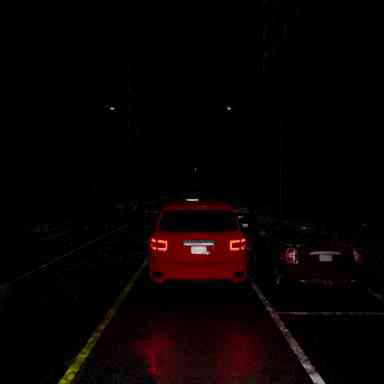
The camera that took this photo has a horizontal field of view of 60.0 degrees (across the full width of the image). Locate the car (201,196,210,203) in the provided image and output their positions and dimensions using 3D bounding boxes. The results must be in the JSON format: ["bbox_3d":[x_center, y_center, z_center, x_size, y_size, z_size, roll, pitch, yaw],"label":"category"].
[{"bbox_3d":[2.936,1.580,73.723,1.752,1.417,4.829,0,0,0],"label":"car"}]

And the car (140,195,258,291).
[{"bbox_3d":[0.108,1.221,9.133,2.150,2.045,5.566,0,0,-1],"label":"car"}]

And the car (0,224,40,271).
[{"bbox_3d":[-5.667,1.582,9.053,1.802,1.307,4.206,0,0,0],"label":"car"}]

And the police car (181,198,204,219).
[{"bbox_3d":[0.015,1.428,30.166,1.930,1.638,5.238,0,0,0],"label":"police car"}]

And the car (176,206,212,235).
[{"bbox_3d":[0.109,1.602,19.903,1.895,1.301,4.718,0,0,0],"label":"car"}]

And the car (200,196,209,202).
[{"bbox_3d":[2.948,1.617,78.961,2.008,1.369,4.403,0,0,0],"label":"car"}]

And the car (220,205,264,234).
[{"bbox_3d":[2.864,1.552,20.051,2.008,1.369,4.403,0,0,0],"label":"car"}]

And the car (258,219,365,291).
[{"bbox_3d":[2.858,1.440,9.048,1.967,1.590,4.097,0,0,0],"label":"car"}]

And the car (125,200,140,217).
[{"bbox_3d":[-5.656,1.444,31.058,1.967,1.590,4.097,0,0,0],"label":"car"}]

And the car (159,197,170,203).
[{"bbox_3d":[-5.602,1.626,68.161,1.802,1.307,4.206,0,0,0],"label":"car"}]

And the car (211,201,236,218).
[{"bbox_3d":[2.870,1.569,31.054,1.947,1.339,4.313,0,0,0],"label":"car"}]

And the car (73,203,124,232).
[{"bbox_3d":[-5.661,1.567,20.056,1.947,1.339,4.313,0,0,0],"label":"car"}]

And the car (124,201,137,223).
[{"bbox_3d":[-5.659,1.584,25.557,1.802,1.307,4.206,0,0,0],"label":"car"}]
